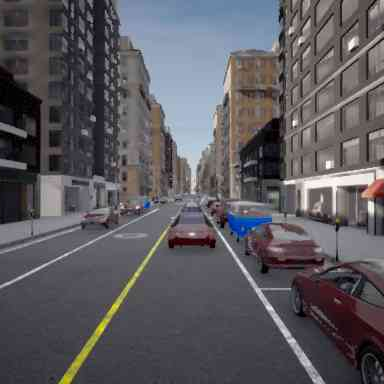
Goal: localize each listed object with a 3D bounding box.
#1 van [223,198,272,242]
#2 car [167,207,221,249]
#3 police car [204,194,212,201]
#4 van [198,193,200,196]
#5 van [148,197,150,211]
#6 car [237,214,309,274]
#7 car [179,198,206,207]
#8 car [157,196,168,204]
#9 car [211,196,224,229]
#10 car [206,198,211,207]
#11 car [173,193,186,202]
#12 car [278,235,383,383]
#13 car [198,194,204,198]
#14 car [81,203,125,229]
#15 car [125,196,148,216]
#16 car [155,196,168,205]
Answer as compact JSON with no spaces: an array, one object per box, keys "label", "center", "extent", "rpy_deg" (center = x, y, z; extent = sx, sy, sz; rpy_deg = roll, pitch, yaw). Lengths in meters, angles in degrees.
[{"label":"van","center":[2.677,1.344,15.923],"extent":[1.690,1.788,3.998],"rpy_deg":[1,0,0]},{"label":"car","center":[0.000,1.576,14.650],"extent":[1.994,1.385,4.181],"rpy_deg":[0,0,0]},{"label":"police car","center":[3.133,1.443,47.837],"extent":[1.930,1.638,5.238],"rpy_deg":[0,0,0]},{"label":"van","center":[2.677,1.370,72.657],"extent":[1.690,1.788,3.998],"rpy_deg":[1,0,0]},{"label":"van","center":[-5.849,1.354,38.622],"extent":[1.690,1.788,3.998],"rpy_deg":[1,0,0]},{"label":"car","center":[2.675,1.583,10.250],"extent":[1.802,1.307,4.206],"rpy_deg":[1,0,0]},{"label":"car","center":[0.000,1.543,29.651],"extent":[1.812,1.442,4.674],"rpy_deg":[0,0,0]},{"label":"car","center":[-5.851,1.572,66.986],"extent":[1.887,1.381,4.507],"rpy_deg":[1,0,0]},{"label":"car","center":[2.678,1.320,21.596],"extent":[2.192,1.841,5.009],"rpy_deg":[1,0,0]},{"label":"car","center":[2.675,1.592,32.943],"extent":[1.802,1.307,4.206],"rpy_deg":[1,0,0]},{"label":"car","center":[-3.000,1.523,75.937],"extent":[2.033,1.411,5.357],"rpy_deg":[0,0,0]},{"label":"car","center":[2.675,1.581,4.576],"extent":[1.802,1.307,4.206],"rpy_deg":[1,0,0]},{"label":"car","center":[2.675,1.552,67.153],"extent":[1.752,1.417,4.829],"rpy_deg":[1,0,0]},{"label":"car","center":[-5.851,1.587,21.603],"extent":[1.802,1.307,4.206],"rpy_deg":[1,0,0]},{"label":"car","center":[-5.849,1.450,32.949],"extent":[1.967,1.590,4.097],"rpy_deg":[1,0,0]},{"label":"car","center":[-5.851,1.591,61.314],"extent":[1.947,1.339,4.313],"rpy_deg":[1,0,0]}]
